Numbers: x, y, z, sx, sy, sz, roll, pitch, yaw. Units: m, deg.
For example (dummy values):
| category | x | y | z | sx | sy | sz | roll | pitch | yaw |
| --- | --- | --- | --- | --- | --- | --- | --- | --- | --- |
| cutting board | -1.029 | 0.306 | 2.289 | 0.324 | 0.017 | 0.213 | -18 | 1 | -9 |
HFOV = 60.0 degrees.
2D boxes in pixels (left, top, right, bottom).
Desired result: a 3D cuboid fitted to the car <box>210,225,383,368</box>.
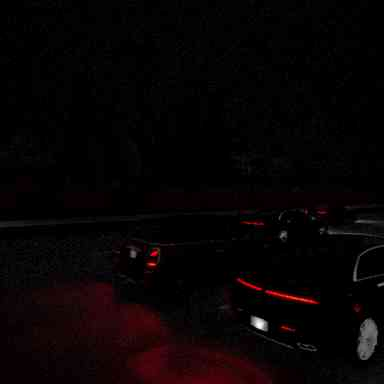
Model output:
| category | x | y | z | sx | sy | sz | roll | pitch | yaw |
| --- | --- | --- | --- | --- | --- | --- | --- | --- | --- |
| car | 2.846 | 1.503 | 5.806 | 4.892 | 1.490 | 1.837 | 1 | 0 | -36 |

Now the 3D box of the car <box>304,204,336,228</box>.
| category | x | y | z | sx | sy | sz | roll | pitch | yaw |
| --- | --- | --- | --- | --- | --- | --- | --- | --- | --- |
| car | 4.414 | 1.505 | 15.580 | 4.892 | 1.490 | 1.837 | 0 | 0 | -36 |

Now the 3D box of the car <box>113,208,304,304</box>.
| category | x | y | z | sx | sy | sz | roll | pitch | yaw |
| --- | --- | --- | --- | --- | --- | --- | --- | --- | --- |
| car | 0.448 | 1.353 | 8.391 | 4.553 | 1.767 | 2.097 | 0 | 0 | -36 |

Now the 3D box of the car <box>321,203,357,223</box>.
| category | x | y | z | sx | sy | sz | roll | pitch | yaw |
| --- | --- | --- | --- | --- | --- | --- | --- | --- | --- |
| car | 10.013 | 1.526 | 23.962 | 4.674 | 1.442 | 1.812 | 0 | 0 | -36 |
